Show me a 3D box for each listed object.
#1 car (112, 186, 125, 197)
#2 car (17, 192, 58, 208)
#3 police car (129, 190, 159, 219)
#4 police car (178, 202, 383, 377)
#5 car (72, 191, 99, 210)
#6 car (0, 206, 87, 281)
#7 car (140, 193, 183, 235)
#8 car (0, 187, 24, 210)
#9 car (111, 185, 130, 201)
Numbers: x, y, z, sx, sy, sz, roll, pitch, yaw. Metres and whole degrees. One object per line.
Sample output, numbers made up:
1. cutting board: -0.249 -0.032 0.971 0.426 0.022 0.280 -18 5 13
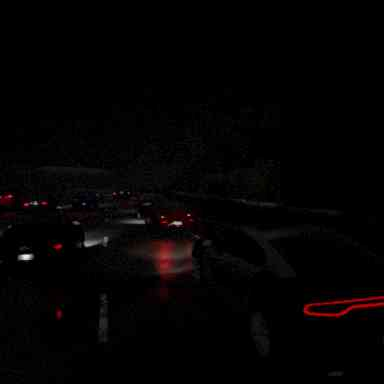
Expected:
1. car: -11.519 -0.134 51.766 1.837 1.490 4.892 -2 2 -14
2. car: -12.461 0.876 27.612 2.033 1.411 5.357 -2 2 -14
3. police car: -2.641 0.715 21.256 1.930 1.638 5.238 -2 2 -14
4. police car: 1.324 1.173 5.745 1.930 1.638 5.238 -2 2 -14
5. car: -8.990 0.684 28.147 1.882 1.535 5.008 -2 2 -14
6. car: -4.167 1.352 9.293 1.994 1.385 4.181 -2 2 -14
7. car: -1.123 0.999 15.336 1.812 1.442 4.674 -2 2 -14
8. car: -16.751 0.571 30.272 2.150 2.045 5.566 -2 2 -14
9. car: -8.546 0.075 40.243 2.097 1.767 4.553 -2 2 -14
